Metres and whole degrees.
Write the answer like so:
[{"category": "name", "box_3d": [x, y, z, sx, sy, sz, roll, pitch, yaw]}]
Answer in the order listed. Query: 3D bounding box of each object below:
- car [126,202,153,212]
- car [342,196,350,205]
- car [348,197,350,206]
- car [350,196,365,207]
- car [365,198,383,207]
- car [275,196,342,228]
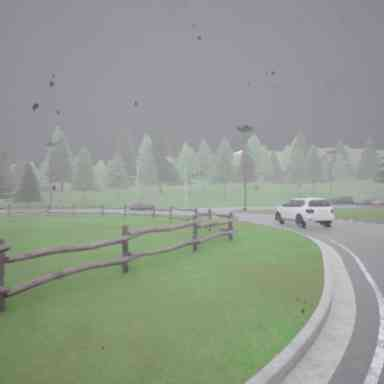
[{"category": "car", "box_3d": [-7.964, 2.231, 50.670, 4.674, 1.442, 1.812, -1, -1, 37]}, {"category": "car", "box_3d": [30.835, 1.814, 68.925, 5.566, 2.045, 2.150, 0, -1, -15]}, {"category": "car", "box_3d": [34.127, 2.121, 66.163, 4.718, 1.301, 1.895, 0, -1, -15]}, {"category": "car", "box_3d": [32.663, 1.844, 62.167, 4.553, 1.767, 2.097, 0, -1, -15]}, {"category": "car", "box_3d": [33.745, 1.793, 58.837, 4.553, 1.767, 2.097, 0, -1, -14]}, {"category": "car", "box_3d": [8.061, 1.456, 24.289, 2.150, 2.045, 5.566, 0, -1, -10]}]
